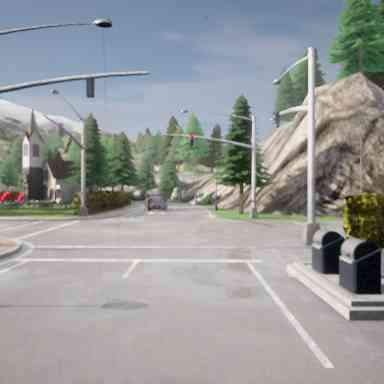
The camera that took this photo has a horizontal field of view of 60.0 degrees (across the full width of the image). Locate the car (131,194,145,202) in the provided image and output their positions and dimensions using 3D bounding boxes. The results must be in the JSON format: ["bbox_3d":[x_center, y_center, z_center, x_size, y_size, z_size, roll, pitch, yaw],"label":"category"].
[{"bbox_3d":[-11.561,1.233,67.172,1.837,1.490,4.892,0,0,-32],"label":"car"}]

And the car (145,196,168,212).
[{"bbox_3d":[-3.790,1.415,37.118,1.994,1.385,4.181,0,0,-2],"label":"car"}]

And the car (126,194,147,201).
[{"bbox_3d":[-12.410,1.139,73.837,5.008,1.535,1.882,0,0,42],"label":"car"}]

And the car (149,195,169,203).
[{"bbox_3d":[-6.537,1.287,65.288,2.033,1.411,5.357,0,0,-27],"label":"car"}]
